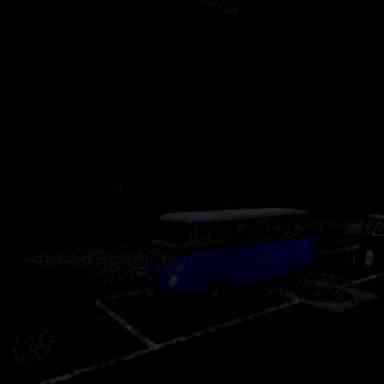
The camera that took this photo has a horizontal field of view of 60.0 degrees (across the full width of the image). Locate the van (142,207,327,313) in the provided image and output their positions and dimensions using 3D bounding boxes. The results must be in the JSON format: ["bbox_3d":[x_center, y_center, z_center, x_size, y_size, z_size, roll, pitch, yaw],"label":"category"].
[{"bbox_3d":[0.937,1.269,7.204,3.998,1.788,1.690,-1,1,-36],"label":"van"}]

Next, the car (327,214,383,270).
[{"bbox_3d":[5.377,1.399,10.370,4.403,1.369,2.008,-1,0,-36],"label":"car"}]

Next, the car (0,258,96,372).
[{"bbox_3d":[-3.497,1.554,4.040,4.507,1.381,1.887,-1,1,-36],"label":"car"}]
